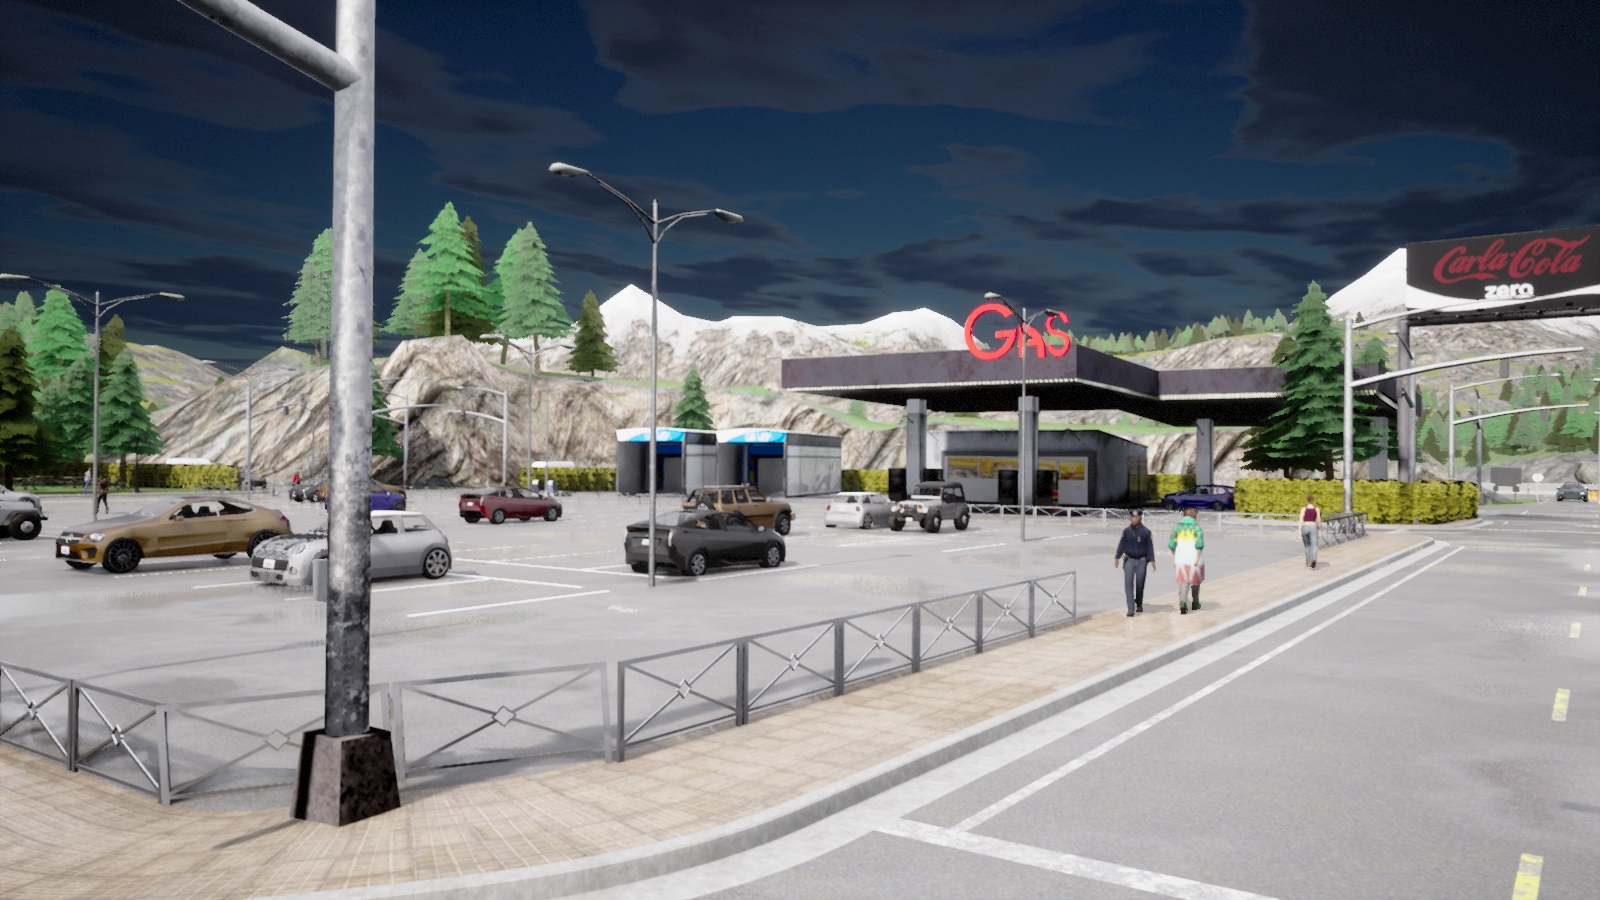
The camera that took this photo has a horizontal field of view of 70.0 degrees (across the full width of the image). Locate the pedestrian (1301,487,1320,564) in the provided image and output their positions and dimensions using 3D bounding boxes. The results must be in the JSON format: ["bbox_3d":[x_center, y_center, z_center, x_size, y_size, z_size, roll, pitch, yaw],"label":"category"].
[{"bbox_3d":[12.585,1.853,28.170,0.375,1.860,0.375,0,-1,20],"label":"pedestrian"}]

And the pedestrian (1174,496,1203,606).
[{"bbox_3d":[6.706,1.729,19.733,0.375,1.860,0.375,0,-1,36],"label":"pedestrian"}]

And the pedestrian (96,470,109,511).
[{"bbox_3d":[-31.587,1.827,51.736,0.375,1.860,0.375,0,-1,28],"label":"pedestrian"}]

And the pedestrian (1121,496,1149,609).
[{"bbox_3d":[5.630,1.716,19.216,0.375,1.860,0.375,0,-1,26],"label":"pedestrian"}]
